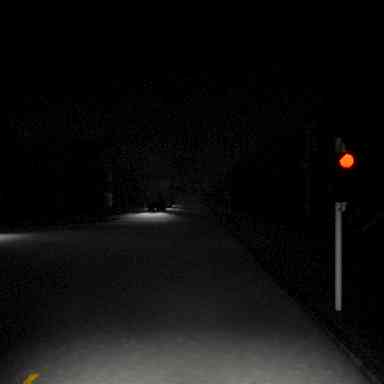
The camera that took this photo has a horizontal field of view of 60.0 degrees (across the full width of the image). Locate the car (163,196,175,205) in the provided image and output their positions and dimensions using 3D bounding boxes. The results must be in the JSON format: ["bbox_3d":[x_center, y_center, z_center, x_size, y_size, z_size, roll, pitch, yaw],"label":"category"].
[{"bbox_3d":[-4.054,1.523,58.539,1.812,1.442,4.674,0,0,0],"label":"car"}]

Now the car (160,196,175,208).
[{"bbox_3d":[-4.087,1.349,48.387,2.097,1.767,4.553,0,0,0],"label":"car"}]

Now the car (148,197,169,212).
[{"bbox_3d":[-4.099,1.599,39.424,1.895,1.301,4.718,0,0,0],"label":"car"}]
